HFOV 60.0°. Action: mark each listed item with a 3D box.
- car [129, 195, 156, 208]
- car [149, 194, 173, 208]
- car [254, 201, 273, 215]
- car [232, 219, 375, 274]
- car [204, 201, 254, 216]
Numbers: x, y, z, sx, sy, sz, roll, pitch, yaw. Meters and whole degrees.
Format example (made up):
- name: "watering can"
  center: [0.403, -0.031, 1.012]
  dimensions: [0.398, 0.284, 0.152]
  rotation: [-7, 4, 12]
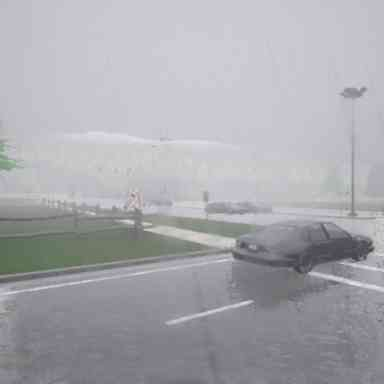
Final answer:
- name: "car"
  center: [-7.976, 1.615, 50.725]
  dimensions: [2.128, 1.511, 4.902]
  rotation: [0, 0, -35]
- name: "car"
  center: [-5.195, 1.350, 52.860]
  dimensions: [2.150, 2.045, 5.566]
  rotation: [0, 0, -35]
- name: "car"
  center: [6.306, 1.685, 36.325]
  dimensions: [2.033, 1.411, 5.357]
  rotation: [0, 0, -35]
- name: "car"
  center: [3.744, 1.596, 10.725]
  dimensions: [5.357, 1.411, 2.033]
  rotation: [0, 0, -35]
- name: "car"
  center: [3.465, 1.666, 34.280]
  dimensions: [2.033, 1.411, 5.357]
  rotation: [0, 0, -35]
